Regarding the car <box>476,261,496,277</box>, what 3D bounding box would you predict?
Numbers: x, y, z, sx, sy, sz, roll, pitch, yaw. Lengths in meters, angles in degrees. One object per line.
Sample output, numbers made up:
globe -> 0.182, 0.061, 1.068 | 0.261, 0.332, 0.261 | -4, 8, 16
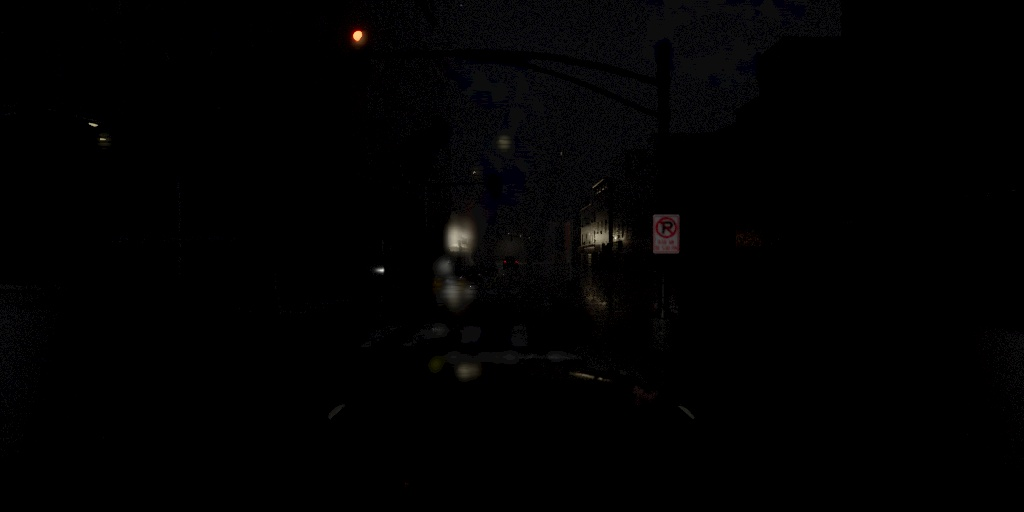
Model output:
car -> -2.979, 1.303, 35.193 | 2.033, 1.411, 5.357 | 0, 0, 0

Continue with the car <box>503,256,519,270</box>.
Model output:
car -> -0.193, 0.984, 52.561 | 2.150, 2.045, 5.566 | 0, 0, 0

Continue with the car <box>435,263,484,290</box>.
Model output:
car -> -3.291, 1.315, 22.328 | 1.994, 1.385, 4.181 | 0, 0, 6
